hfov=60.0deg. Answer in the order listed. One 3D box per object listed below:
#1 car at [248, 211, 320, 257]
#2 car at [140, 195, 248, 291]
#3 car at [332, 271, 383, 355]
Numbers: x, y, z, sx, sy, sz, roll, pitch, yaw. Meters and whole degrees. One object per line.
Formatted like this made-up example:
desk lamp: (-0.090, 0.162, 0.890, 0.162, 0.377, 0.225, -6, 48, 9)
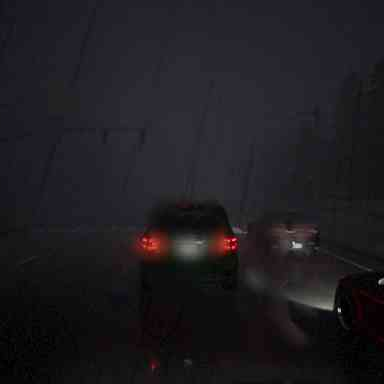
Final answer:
car: (3.336, 1.492, 12.951, 2.128, 1.511, 4.902, 0, 0, 0)
car: (-0.098, 1.221, 9.194, 2.150, 2.045, 5.566, 0, 0, -1)
car: (3.425, 1.564, 4.043, 1.994, 1.385, 4.181, 0, 0, -1)
